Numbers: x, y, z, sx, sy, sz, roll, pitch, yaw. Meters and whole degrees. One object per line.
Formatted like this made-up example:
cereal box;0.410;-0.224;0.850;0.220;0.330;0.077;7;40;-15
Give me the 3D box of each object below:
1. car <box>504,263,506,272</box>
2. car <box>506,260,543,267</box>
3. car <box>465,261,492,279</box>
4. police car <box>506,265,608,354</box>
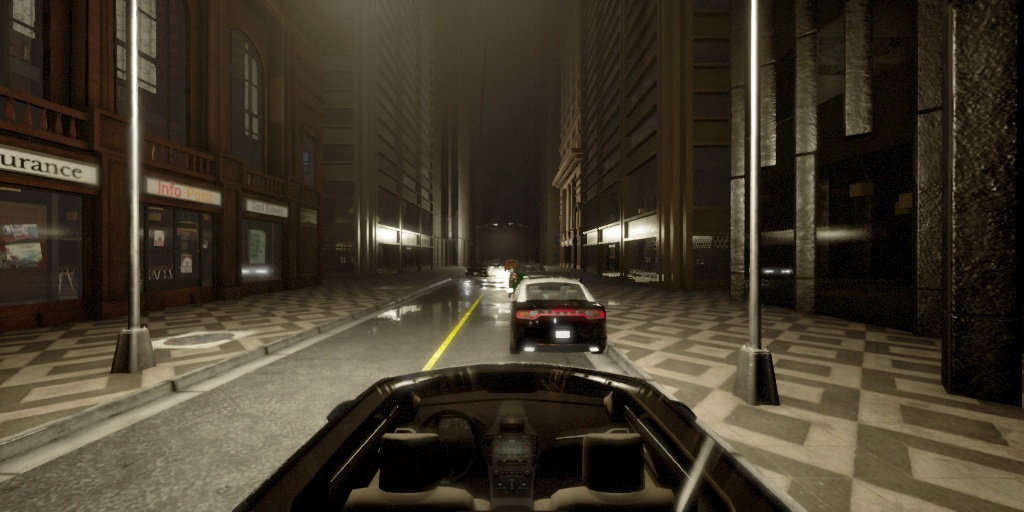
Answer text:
car;-0.035;1.281;48.219;1.882;1.535;5.008;0;0;0
car;0.872;1.111;18.752;2.097;1.767;4.553;0;0;0
car;-3.152;1.282;32.829;1.837;1.490;4.892;0;0;0
police car;0.889;1.178;8.891;1.930;1.638;5.238;0;0;0
